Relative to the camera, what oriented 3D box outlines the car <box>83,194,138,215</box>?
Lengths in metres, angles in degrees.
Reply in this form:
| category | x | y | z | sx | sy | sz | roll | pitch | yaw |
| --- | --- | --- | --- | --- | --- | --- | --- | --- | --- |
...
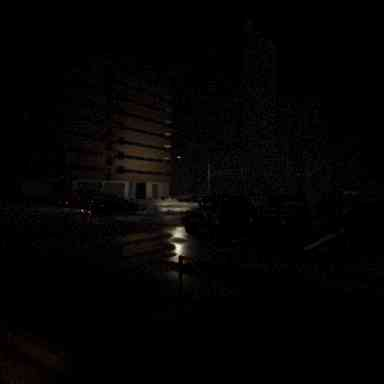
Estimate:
| category | x | y | z | sx | sy | sz | roll | pitch | yaw |
| --- | --- | --- | --- | --- | --- | --- | --- | --- | --- |
| car | -6.715 | 1.199 | 28.933 | 1.812 | 1.442 | 4.674 | 1 | 1 | 34 |

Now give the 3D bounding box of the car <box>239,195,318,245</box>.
| category | x | y | z | sx | sy | sz | roll | pitch | yaw |
| --- | --- | --- | --- | --- | --- | --- | --- | --- | --- |
| car | 3.848 | 1.081 | 14.379 | 1.905 | 1.878 | 3.866 | 1 | 1 | 34 |

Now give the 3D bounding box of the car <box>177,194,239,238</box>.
| category | x | y | z | sx | sy | sz | roll | pitch | yaw |
| --- | --- | --- | --- | --- | --- | --- | --- | --- | --- |
| car | 1.481 | 1.035 | 16.045 | 1.932 | 1.855 | 4.605 | 1 | 1 | 34 |

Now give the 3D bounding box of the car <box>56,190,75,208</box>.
| category | x | y | z | sx | sy | sz | roll | pitch | yaw |
| --- | --- | --- | --- | --- | --- | --- | --- | --- | --- |
| car | -12.979 | 0.736 | 38.732 | 2.150 | 2.045 | 5.566 | 1 | 1 | 34 |

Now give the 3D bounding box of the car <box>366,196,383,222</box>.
| category | x | y | z | sx | sy | sz | roll | pitch | yaw |
| --- | --- | --- | --- | --- | --- | --- | --- | --- | --- |
| car | 15.868 | 1.353 | 27.338 | 1.970 | 1.475 | 3.806 | 1 | 1 | 34 |

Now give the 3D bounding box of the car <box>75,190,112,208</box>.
| category | x | y | z | sx | sy | sz | roll | pitch | yaw |
| --- | --- | --- | --- | --- | --- | --- | --- | --- | --- |
| car | -10.082 | 0.918 | 36.769 | 2.097 | 1.767 | 4.553 | 1 | 1 | 34 |

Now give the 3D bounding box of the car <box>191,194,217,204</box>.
| category | x | y | z | sx | sy | sz | roll | pitch | yaw |
| --- | --- | --- | --- | --- | --- | --- | --- | --- | --- |
| car | 1.998 | 1.037 | 54.621 | 1.882 | 1.535 | 5.008 | 1 | 0 | 34 |

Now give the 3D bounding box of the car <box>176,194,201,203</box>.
| category | x | y | z | sx | sy | sz | roll | pitch | yaw |
| --- | --- | --- | --- | --- | --- | --- | --- | --- | --- |
| car | -0.539 | 1.107 | 57.113 | 1.895 | 1.301 | 4.718 | 1 | 1 | 34 |
